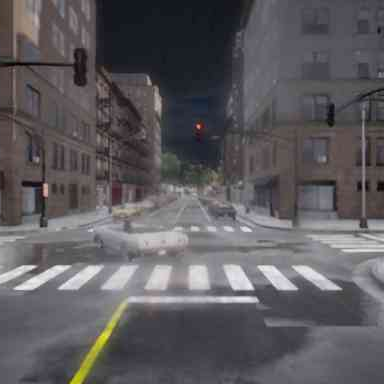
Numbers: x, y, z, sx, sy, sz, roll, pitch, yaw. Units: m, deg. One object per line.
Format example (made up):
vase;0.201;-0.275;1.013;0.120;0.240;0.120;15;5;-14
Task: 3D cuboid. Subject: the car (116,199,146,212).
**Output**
car;-5.352;1.580;27.979;1.752;1.417;4.829;0;0;0

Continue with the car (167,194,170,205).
car;-5.279;1.551;55.559;1.967;1.590;4.097;0;0;0

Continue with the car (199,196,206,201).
car;2.852;1.773;93.914;1.802;1.307;4.206;0;0;0

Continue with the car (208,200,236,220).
car;2.701;1.605;28.131;2.008;1.369;4.403;0;0;0

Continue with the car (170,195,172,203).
car;-5.265;1.673;61.041;2.008;1.369;4.403;0;0;0

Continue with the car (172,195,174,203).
car;-5.250;1.699;66.523;1.947;1.339;4.313;0;0;0

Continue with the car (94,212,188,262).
car;-2.136;1.624;12.379;1.895;1.301;4.718;0;0;-33

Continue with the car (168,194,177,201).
car;-5.192;1.495;88.451;2.192;1.841;5.009;0;0;0

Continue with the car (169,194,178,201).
car;-5.177;1.507;93.934;2.192;1.841;5.009;0;0;0

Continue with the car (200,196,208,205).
car;2.764;1.661;55.540;2.008;1.369;4.403;0;0;0

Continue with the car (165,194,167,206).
car;-5.294;1.540;50.077;1.967;1.590;4.097;0;0;0

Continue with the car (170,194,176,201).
car;-5.235;1.460;72.005;2.192;1.841;5.009;0;0;0

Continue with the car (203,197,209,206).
car;2.727;1.627;39.094;2.008;1.369;4.403;0;0;0

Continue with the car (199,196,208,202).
car;2.827;1.712;82.950;1.887;1.381;4.507;0;0;0

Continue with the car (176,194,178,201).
car;-5.207;1.750;82.969;1.802;1.307;4.206;0;0;0

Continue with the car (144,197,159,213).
car;-5.323;1.602;38.942;1.752;1.417;4.829;0;0;0

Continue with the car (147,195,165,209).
car;-5.308;1.403;44.595;2.192;1.841;5.009;0;0;0

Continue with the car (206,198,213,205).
car;2.714;1.610;33.612;1.887;1.381;4.507;0;0;0
